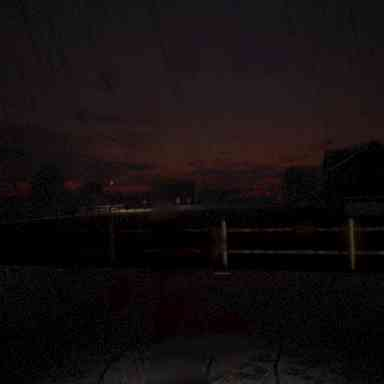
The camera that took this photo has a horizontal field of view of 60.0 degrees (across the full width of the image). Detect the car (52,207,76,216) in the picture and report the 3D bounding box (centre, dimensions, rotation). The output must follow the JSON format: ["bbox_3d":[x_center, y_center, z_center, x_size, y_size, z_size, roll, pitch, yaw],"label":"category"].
[{"bbox_3d":[-21.863,3.342,56.880,1.837,1.490,4.892,-2,-1,15],"label":"car"}]
